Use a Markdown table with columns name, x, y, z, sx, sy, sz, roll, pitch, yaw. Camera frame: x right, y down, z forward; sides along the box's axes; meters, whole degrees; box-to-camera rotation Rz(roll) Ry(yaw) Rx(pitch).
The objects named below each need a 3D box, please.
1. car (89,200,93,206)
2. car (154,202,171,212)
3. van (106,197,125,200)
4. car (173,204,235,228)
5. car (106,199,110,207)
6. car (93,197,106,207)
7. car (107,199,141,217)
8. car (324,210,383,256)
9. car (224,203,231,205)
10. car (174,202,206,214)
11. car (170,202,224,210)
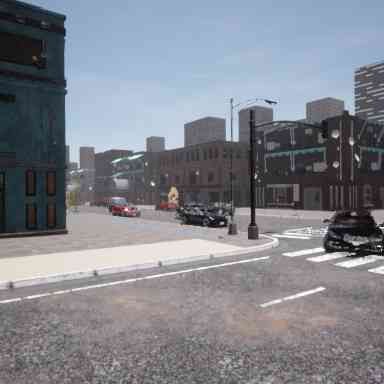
| name | x | y | z | sx | sy | sz | roll | pitch | yaw |
| --- | --- | --- | --- | --- | --- | --- | --- | --- | --- |
| car | -19.651 | 2.227 | 67.949 | 1.887 | 1.381 | 4.507 | -1 | 0 | -36 |
| car | -3.562 | 1.965 | 45.429 | 1.802 | 1.307 | 4.206 | -2 | 0 | -36 |
| van | -13.220 | 1.906 | 58.941 | 1.690 | 1.788 | 3.998 | -1 | 0 | -36 |
| car | 0.804 | 1.814 | 24.690 | 1.947 | 1.339 | 4.313 | -2 | 0 | -36 |
| car | -9.215 | 2.024 | 43.418 | 1.994 | 1.385 | 4.181 | -1 | 0 | -35 |
| car | -16.439 | 1.939 | 63.444 | 2.192 | 1.841 | 5.009 | -1 | 0 | -36 |
| car | -7.166 | 1.846 | 36.052 | 1.967 | 1.590 | 4.097 | -1 | 0 | -36 |
| car | 6.474 | 1.506 | 13.350 | 1.837 | 1.490 | 4.892 | 3 | 1 | 24 |
| car | 2.872 | 1.809 | 36.421 | 2.008 | 1.369 | 4.403 | -2 | 0 | -36 |
| car | -0.345 | 1.903 | 40.926 | 1.802 | 1.307 | 4.206 | -2 | 0 | -36 |
| car | 0.384 | 1.779 | 29.957 | 1.837 | 1.490 | 4.892 | -1 | -1 | -36 |
